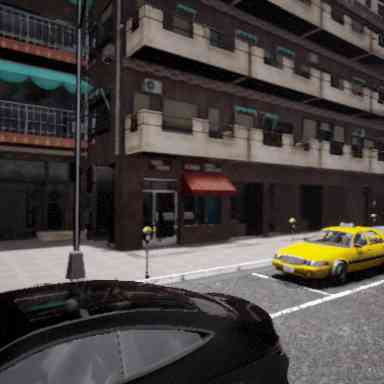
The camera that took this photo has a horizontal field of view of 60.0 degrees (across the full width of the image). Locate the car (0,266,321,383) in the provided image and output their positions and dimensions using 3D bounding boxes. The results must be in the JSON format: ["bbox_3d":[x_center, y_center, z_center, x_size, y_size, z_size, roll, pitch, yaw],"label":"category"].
[{"bbox_3d":[-1.210,1.529,2.509,4.674,1.442,1.812,1,0,-35],"label":"car"}]

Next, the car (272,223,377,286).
[{"bbox_3d":[4.375,1.608,9.681,4.829,1.417,1.752,1,0,-36],"label":"car"}]

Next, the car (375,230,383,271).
[{"bbox_3d":[6.503,1.654,8.022,4.181,1.385,1.994,1,0,-36],"label":"car"}]
